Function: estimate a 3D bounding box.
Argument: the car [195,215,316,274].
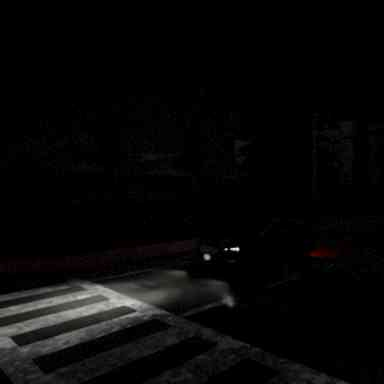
[{"bbox_3d":[2.238,1.549,10.911,4.902,1.511,2.128,0,0,-42],"label":"car"}]
